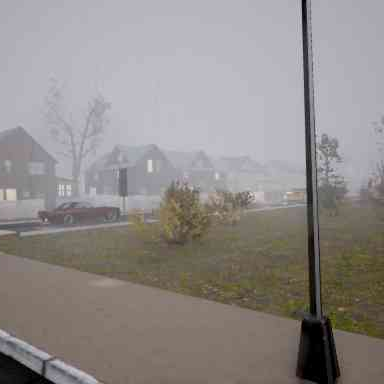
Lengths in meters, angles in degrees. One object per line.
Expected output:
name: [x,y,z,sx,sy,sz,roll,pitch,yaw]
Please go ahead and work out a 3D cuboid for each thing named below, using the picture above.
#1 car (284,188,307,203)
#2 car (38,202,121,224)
car: [13.949,0.593,42.280,1.882,1.535,5.008,-2,-1,44]
car: [-6.740,1.252,20.469,1.895,1.301,4.718,-2,-1,43]
